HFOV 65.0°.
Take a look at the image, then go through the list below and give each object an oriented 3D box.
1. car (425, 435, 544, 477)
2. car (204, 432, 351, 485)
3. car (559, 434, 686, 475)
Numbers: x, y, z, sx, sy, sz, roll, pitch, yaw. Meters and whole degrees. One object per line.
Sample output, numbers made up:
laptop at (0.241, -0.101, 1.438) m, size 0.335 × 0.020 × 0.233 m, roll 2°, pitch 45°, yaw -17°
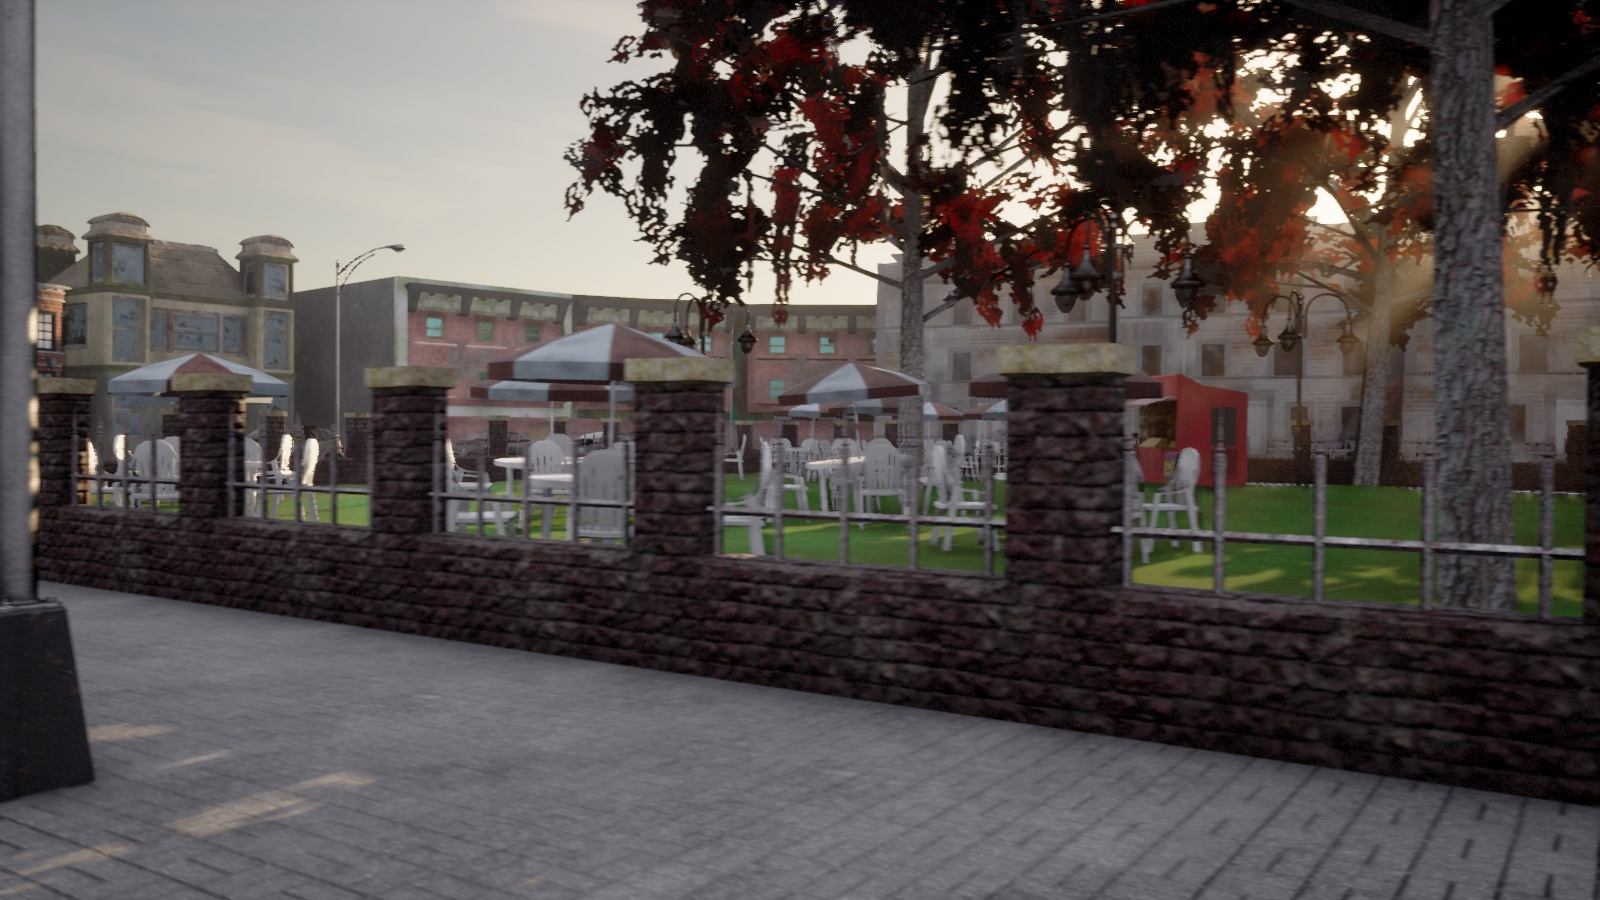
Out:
car at (-11.927, 0.202, 47.716) m, size 1.816 × 1.474 × 4.193 m, roll 0°, pitch 1°, yaw 35°
car at (-16.751, 0.229, 40.446) m, size 1.851 × 1.617 × 3.988 m, roll 0°, pitch 1°, yaw 34°
car at (-6.755, 0.134, 48.241) m, size 2.163 × 1.488 × 4.792 m, roll 0°, pitch 1°, yaw 34°
